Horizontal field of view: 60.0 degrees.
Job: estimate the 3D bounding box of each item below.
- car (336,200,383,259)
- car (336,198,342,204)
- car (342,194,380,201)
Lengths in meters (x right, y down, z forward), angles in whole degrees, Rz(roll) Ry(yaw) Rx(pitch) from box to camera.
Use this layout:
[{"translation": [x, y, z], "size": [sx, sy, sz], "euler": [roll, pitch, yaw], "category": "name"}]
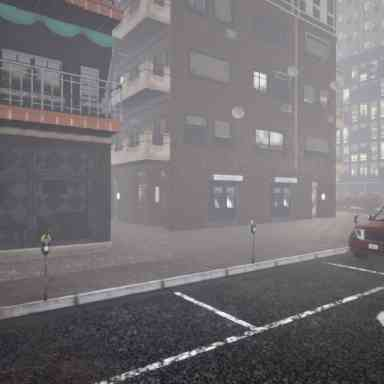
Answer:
[{"translation": [7.472, 1.317, 11.407], "size": [5.009, 1.841, 2.192], "euler": [0, 0, -35], "category": "car"}, {"translation": [12.706, 1.331, 34.186], "size": [1.802, 1.307, 4.206], "euler": [1, 0, -36], "category": "car"}, {"translation": [19.319, 1.110, 38.940], "size": [2.192, 1.841, 5.009], "euler": [1, 0, -36], "category": "car"}]
